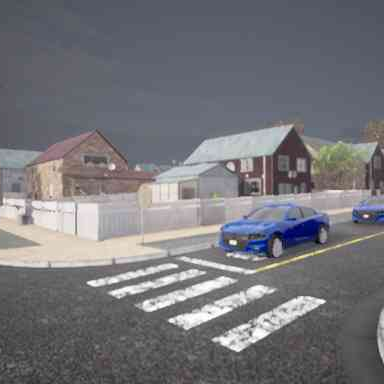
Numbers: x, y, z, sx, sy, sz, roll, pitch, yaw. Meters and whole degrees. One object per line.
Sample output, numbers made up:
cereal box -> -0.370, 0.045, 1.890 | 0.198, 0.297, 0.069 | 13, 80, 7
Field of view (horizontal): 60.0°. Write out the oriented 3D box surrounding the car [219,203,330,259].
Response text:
car -> 2.999, 1.171, 11.584 | 5.008, 1.535, 1.882 | -2, 0, -44

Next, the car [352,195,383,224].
car -> 10.768, 0.908, 18.700 | 5.008, 1.535, 1.882 | -2, 1, -42
